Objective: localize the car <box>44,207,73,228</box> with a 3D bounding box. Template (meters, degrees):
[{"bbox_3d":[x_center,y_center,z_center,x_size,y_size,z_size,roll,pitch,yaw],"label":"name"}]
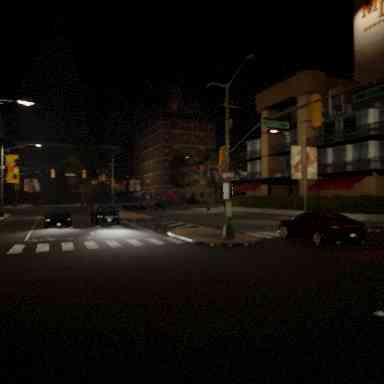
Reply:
[{"bbox_3d":[-10.376,1.912,25.823,2.033,1.411,5.357,0,-1,-23],"label":"car"}]

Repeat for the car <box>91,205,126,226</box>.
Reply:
[{"bbox_3d":[-7.103,1.858,27.072,2.128,1.511,4.902,0,-1,-23],"label":"car"}]

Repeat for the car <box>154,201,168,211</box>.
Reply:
[{"bbox_3d":[-5.012,2.184,53.023,1.837,1.490,4.892,0,-1,-1],"label":"car"}]

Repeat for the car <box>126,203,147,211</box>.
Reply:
[{"bbox_3d":[-8.893,2.275,51.313,1.895,1.301,4.718,0,-1,-39],"label":"car"}]

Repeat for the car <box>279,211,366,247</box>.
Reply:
[{"bbox_3d":[6.050,1.656,16.065,1.882,1.535,5.008,1,-1,-13],"label":"car"}]
